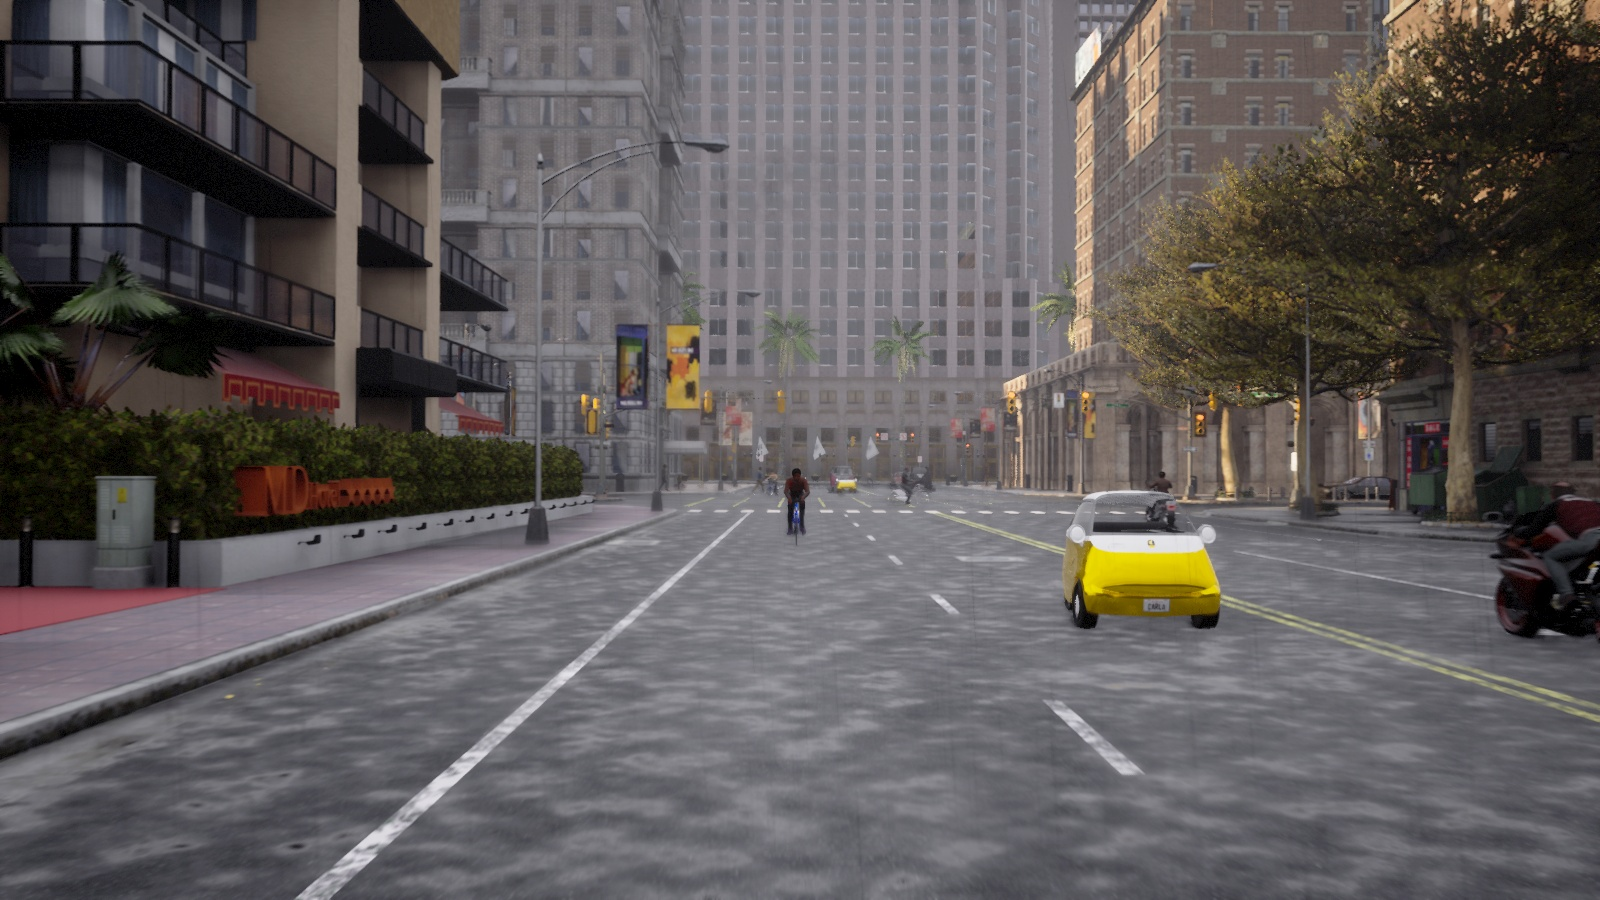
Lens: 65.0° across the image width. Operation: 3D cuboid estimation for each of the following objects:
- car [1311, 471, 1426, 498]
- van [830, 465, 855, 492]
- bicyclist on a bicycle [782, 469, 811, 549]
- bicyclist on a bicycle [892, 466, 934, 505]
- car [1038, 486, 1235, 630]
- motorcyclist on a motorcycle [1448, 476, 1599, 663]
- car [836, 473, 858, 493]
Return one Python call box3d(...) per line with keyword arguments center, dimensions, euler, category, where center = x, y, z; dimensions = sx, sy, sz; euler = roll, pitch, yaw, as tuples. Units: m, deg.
box3d(center=(30.988, 1.886, 68.542), dimensions=(5.357, 1.411, 2.033), euler=(0, -1, 1), category="car")
box3d(center=(3.258, 2.178, 96.911), dimensions=(1.775, 1.987, 4.442), euler=(0, -1, 0), category="van")
box3d(center=(-0.065, 1.210, 26.399), dimensions=(0.582, 1.620, 1.656), euler=(0, -1, 0), category="bicyclist on a bicycle")
box3d(center=(5.139, 1.623, 57.223), dimensions=(1.843, 1.776, 0.659), euler=(0, -1, 0), category="bicyclist on a bicycle")
box3d(center=(3.467, 1.078, 13.269), dimensions=(1.481, 1.376, 2.207), euler=(0, -1, 0), category="car")
box3d(center=(6.972, 1.014, 11.542), dimensions=(0.866, 1.530, 2.191), euler=(0, -1, 0), category="motorcyclist on a motorcycle")
box3d(center=(3.282, 2.338, 88.572), dimensions=(1.481, 1.376, 2.207), euler=(0, -2, 0), category="car")
